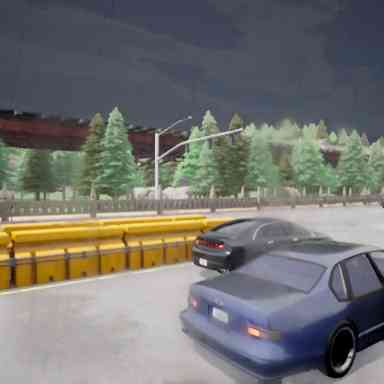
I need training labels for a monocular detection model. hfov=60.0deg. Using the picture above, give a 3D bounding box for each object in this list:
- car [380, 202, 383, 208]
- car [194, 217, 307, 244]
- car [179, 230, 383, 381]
[{"bbox_3d":[27.664,1.511,45.199,5.357,1.411,2.033,0,0,-35],"label":"car"},{"bbox_3d":[2.261,1.499,9.684,4.892,1.490,1.837,0,0,-35],"label":"car"},{"bbox_3d":[2.398,1.544,5.496,5.357,1.411,2.033,0,0,-35],"label":"car"}]
